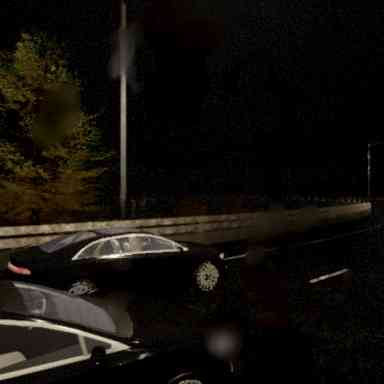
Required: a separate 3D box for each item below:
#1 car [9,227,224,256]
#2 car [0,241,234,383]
[{"bbox_3d":[-1.374,1.539,7.334,4.902,1.511,2.128,0,0,-37],"label":"car"},{"bbox_3d":[-1.801,1.511,2.682,4.902,1.511,2.128,0,0,-36],"label":"car"}]
